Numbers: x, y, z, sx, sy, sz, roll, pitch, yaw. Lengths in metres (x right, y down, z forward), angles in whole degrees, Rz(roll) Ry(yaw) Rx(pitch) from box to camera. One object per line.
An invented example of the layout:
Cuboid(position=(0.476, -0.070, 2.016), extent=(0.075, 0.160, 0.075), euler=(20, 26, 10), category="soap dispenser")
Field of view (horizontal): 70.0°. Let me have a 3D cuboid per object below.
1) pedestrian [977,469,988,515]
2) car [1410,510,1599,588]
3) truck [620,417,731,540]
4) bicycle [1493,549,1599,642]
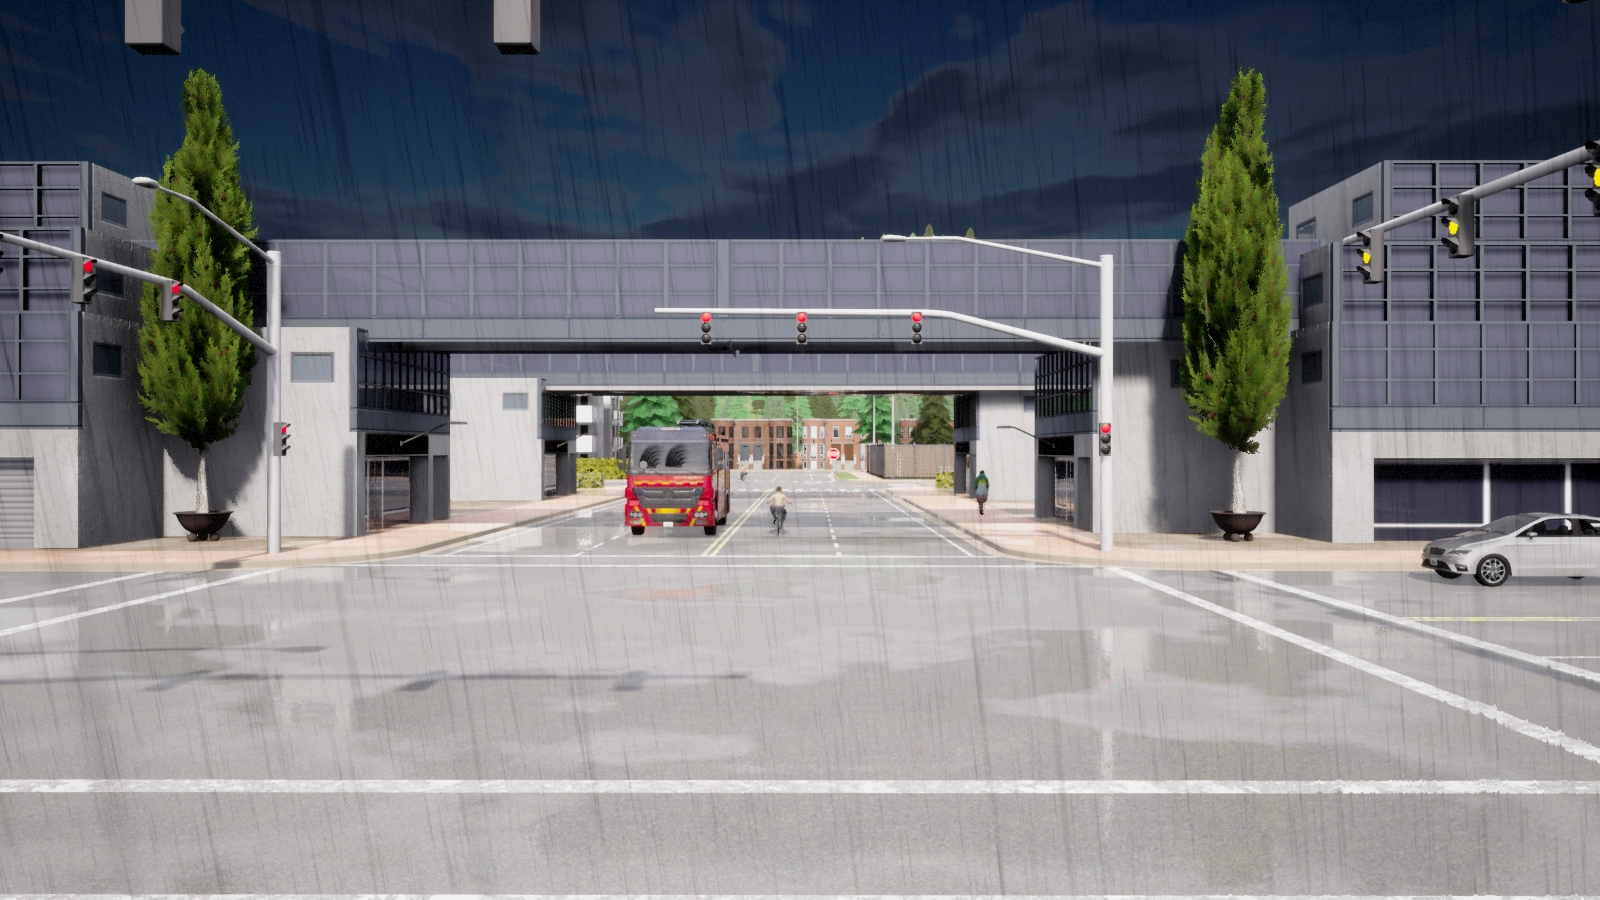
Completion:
Cuboid(position=(7.445, 1.698, 46.632), extent=(0.375, 1.860, 0.375), euler=(0, 0, 2), category="pedestrian")
Cuboid(position=(15.490, 2.066, 24.189), extent=(4.193, 1.474, 1.816), euler=(0, 0, 0), category="car")
Cuboid(position=(-4.133, 0.890, 39.814), extent=(2.891, 3.827, 8.468), euler=(0, 0, 0), category="truck")
Cuboid(position=(11.345, 2.158, 17.048), extent=(1.487, 1.276, 0.859), euler=(0, 0, 1), category="bicycle")
